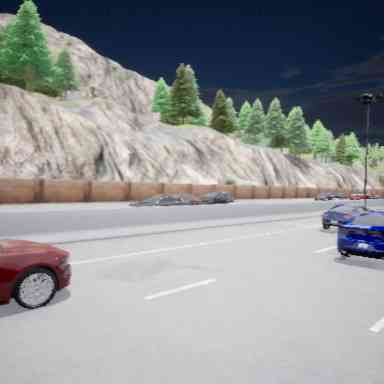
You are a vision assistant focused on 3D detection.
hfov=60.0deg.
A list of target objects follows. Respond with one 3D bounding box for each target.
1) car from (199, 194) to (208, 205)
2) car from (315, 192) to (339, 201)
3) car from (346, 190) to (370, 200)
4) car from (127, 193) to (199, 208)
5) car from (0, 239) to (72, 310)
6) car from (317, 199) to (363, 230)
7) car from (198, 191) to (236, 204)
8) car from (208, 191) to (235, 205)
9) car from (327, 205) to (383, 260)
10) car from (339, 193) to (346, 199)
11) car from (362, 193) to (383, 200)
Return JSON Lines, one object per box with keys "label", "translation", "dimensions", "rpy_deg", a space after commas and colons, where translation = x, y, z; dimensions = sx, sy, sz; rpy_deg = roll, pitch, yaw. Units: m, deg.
{"label": "car", "translation": [-1.132, 0.861, 28.457], "dimensions": [4.674, 1.442, 1.812], "rpy_deg": [0, 2, -45]}
{"label": "car", "translation": [22.798, 0.876, 56.904], "dimensions": [4.892, 1.490, 1.837], "rpy_deg": [-3, 4, -44]}
{"label": "car", "translation": [29.923, 0.753, 58.977], "dimensions": [5.566, 2.045, 2.150], "rpy_deg": [0, 2, -44]}
{"label": "car", "translation": [-2.114, 0.943, 22.569], "dimensions": [4.892, 1.490, 1.837], "rpy_deg": [1, 1, -45]}
{"label": "car", "translation": [-4.446, 1.227, 5.231], "dimensions": [5.008, 1.535, 1.882], "rpy_deg": [0, 2, -45]}
{"label": "car", "translation": [8.786, 1.358, 18.307], "dimensions": [4.674, 1.442, 1.812], "rpy_deg": [0, 2, -45]}
{"label": "car", "translation": [3.275, 0.641, 42.631], "dimensions": [4.902, 1.511, 2.128], "rpy_deg": [1, 2, -45]}
{"label": "car", "translation": [2.552, 0.798, 37.014], "dimensions": [5.357, 1.411, 2.033], "rpy_deg": [0, 2, -45]}
{"label": "car", "translation": [6.692, 1.404, 11.317], "dimensions": [5.008, 1.535, 1.882], "rpy_deg": [0, 2, -45]}
{"label": "car", "translation": [31.458, 0.884, 70.154], "dimensions": [4.181, 1.385, 1.994], "rpy_deg": [0, 2, -43]}
{"label": "car", "translation": [30.021, 1.240, 54.208], "dimensions": [4.718, 1.301, 1.895], "rpy_deg": [0, 2, -44]}
